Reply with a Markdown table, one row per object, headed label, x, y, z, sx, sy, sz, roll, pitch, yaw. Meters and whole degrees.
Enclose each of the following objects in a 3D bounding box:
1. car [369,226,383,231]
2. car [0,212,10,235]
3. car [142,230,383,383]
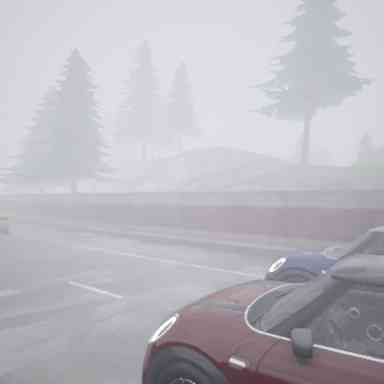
| label | x | y | z | sx | sy | sz | roll | pitch | yaw |
| --- | --- | --- | --- | --- | --- | --- | --- | --- | --- |
| car | 3.596 | 1.375 | 5.842 | 4.553 | 1.767 | 2.097 | 0 | 0 | 36 |
| car | -12.333 | 1.681 | 19.485 | 5.008 | 1.535 | 1.882 | -1 | 0 | 45 |
| car | 1.704 | 1.364 | 2.879 | 4.553 | 1.767 | 2.097 | 0 | 0 | 36 |
